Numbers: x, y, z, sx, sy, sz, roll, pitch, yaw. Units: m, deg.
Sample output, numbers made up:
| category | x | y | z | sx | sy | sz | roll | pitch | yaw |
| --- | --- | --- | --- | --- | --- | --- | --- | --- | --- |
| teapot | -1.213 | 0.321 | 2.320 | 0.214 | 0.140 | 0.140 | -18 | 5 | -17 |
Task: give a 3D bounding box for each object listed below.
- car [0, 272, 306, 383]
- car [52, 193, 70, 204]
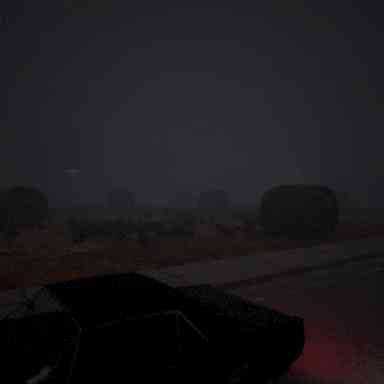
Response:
| category | x | y | z | sx | sy | sz | roll | pitch | yaw |
| --- | --- | --- | --- | --- | --- | --- | --- | --- | --- |
| car | -1.124 | 1.606 | 3.154 | 4.718 | 1.301 | 1.895 | 0 | 0 | -35 |
| car | -24.780 | 1.259 | 63.201 | 1.905 | 1.878 | 3.866 | 6 | 2 | 8 |
